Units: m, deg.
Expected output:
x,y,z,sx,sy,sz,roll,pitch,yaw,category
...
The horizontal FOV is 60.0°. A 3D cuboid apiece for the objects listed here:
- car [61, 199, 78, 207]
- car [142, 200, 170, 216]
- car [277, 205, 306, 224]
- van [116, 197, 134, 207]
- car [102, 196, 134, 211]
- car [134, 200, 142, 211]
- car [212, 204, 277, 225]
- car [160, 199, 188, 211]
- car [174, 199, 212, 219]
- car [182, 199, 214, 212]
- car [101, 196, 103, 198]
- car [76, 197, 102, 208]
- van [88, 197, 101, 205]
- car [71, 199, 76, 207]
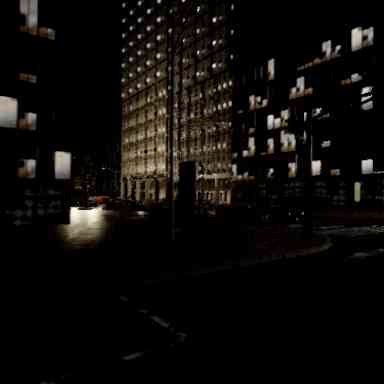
x,y,z,sx,sy,sz,roll,pitch,yaw,category
-22.419,1.943,60.831,1.887,1.381,4.507,0,-1,-35,car
-2.786,1.598,32.742,1.752,1.417,4.829,0,-1,-35,car
6.028,1.594,24.839,1.895,1.301,4.718,1,-1,-35,car
-12.295,1.776,60.974,1.690,1.788,3.998,0,-1,-35,van
-9.396,1.622,42.199,1.967,1.590,4.097,0,-1,-35,car
-7.081,1.746,43.592,2.033,1.411,5.357,1,-1,-35,car
3.629,1.548,23.564,1.802,1.307,4.206,0,-1,-35,car
-2.623,1.799,47.137,1.752,1.417,4.829,0,-1,-35,car
0.372,1.460,28.224,1.967,1.590,4.097,0,-1,-35,car
0.729,1.658,42.340,1.967,1.590,4.097,0,-1,-35,car
-18.807,1.858,70.291,2.192,1.841,5.009,0,-1,-35,car
-15.907,1.841,51.514,2.008,1.369,4.403,0,-1,-35,car
-22.063,1.938,74.949,1.690,1.788,3.998,0,-1,-35,van
-19.163,1.910,56.172,1.947,1.339,4.313,0,-1,-35,car
